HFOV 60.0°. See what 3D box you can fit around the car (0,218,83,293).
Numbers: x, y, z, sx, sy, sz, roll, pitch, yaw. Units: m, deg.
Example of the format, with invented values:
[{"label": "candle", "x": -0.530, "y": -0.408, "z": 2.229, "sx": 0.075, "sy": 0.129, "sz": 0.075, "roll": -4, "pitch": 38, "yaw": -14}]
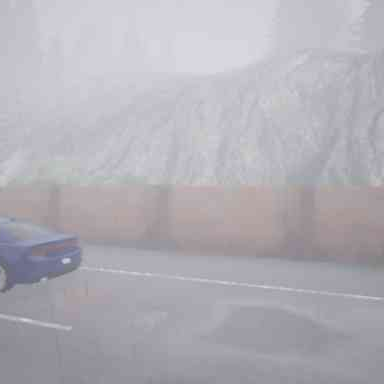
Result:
[{"label": "car", "x": -5.197, "y": 1.402, "z": 8.512, "sx": 5.008, "sy": 1.535, "sz": 1.882, "roll": 1, "pitch": 1, "yaw": 20}]
